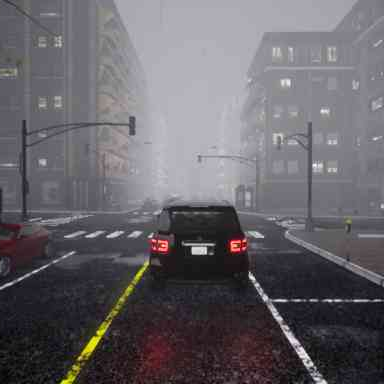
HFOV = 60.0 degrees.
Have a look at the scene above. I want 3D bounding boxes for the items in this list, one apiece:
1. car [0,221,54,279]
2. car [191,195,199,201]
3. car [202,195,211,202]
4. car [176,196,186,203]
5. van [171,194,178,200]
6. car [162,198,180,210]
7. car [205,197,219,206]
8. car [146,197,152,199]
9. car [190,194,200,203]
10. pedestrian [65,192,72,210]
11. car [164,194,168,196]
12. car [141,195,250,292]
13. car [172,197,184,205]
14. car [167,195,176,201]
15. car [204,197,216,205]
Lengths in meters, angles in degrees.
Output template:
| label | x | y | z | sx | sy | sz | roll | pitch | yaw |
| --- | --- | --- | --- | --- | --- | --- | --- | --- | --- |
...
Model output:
| label | x | y | z | sx | sy | sz | roll | pitch | yaw |
| --- | --- | --- | --- | --- | --- | --- | --- | --- | --- |
| car | -5.614 | 1.581 | 9.989 | 1.802 | 1.307 | 4.206 | 0 | 0 | 1 |
| car | 0.744 | 1.477 | 82.676 | 1.882 | 1.535 | 5.008 | 0 | 0 | 1 |
| car | 3.369 | 1.439 | 76.148 | 1.967 | 1.590 | 4.097 | 0 | 0 | 1 |
| car | -2.356 | 1.522 | 71.874 | 1.812 | 1.442 | 4.674 | 0 | 0 | 1 |
| van | -4.856 | 1.340 | 93.145 | 1.690 | 1.788 | 3.998 | 0 | 0 | 1 |
| car | -2.703 | 1.562 | 43.028 | 1.994 | 1.385 | 4.181 | 0 | 0 | 1 |
| car | 3.164 | 1.549 | 53.594 | 2.008 | 1.369 | 4.403 | 0 | 0 | 1 |
| car | -5.319 | 1.438 | 42.399 | 1.967 | 1.590 | 4.097 | 0 | 0 | 1 |
| car | 0.670 | 1.354 | 72.899 | 2.097 | 1.767 | 4.553 | 0 | 0 | 1 |
| pedestrian | -12.421 | 0.902 | 33.456 | 0.375 | 1.860 | 0.375 | 0 | -1 | 0 |
| car | -5.063 | 1.314 | 70.591 | 2.192 | 1.841 | 5.009 | 0 | 0 | 1 |
| car | 0.165 | 1.221 | 9.075 | 2.150 | 2.045 | 5.566 | 0 | 0 | 1 |
| car | -2.512 | 1.563 | 61.569 | 1.994 | 1.385 | 4.181 | 0 | 0 | 1 |
| car | -4.961 | 1.525 | 81.698 | 1.752 | 1.417 | 4.829 | 0 | 0 | 1 |
| car | 3.215 | 1.543 | 59.232 | 1.887 | 1.381 | 4.507 | 0 | 0 | 1 |
